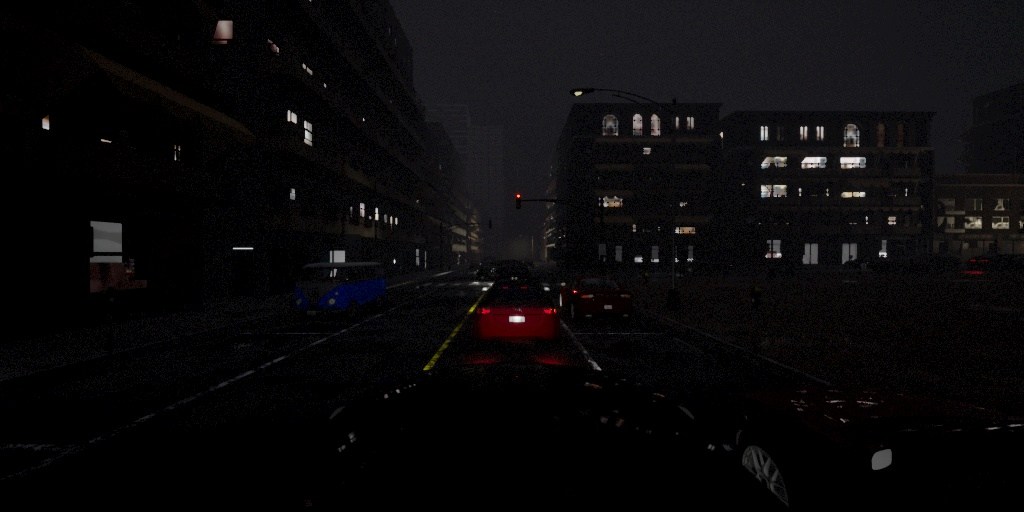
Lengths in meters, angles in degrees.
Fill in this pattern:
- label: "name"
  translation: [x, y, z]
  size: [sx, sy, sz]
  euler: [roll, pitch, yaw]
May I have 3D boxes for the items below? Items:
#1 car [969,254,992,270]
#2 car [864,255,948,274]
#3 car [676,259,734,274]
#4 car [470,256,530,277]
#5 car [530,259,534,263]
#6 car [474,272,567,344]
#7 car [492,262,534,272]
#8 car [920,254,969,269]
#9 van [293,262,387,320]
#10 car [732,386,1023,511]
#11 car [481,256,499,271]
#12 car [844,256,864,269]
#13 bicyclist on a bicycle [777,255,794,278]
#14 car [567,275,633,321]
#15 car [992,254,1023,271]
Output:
- label: "car"
  translation: [44.419, 0.550, 32.476]
  size: [4.892, 1.490, 1.837]
  euler: [-1, 0, 0]
- label: "car"
  translation: [32.499, 0.803, 29.679]
  size: [4.403, 1.370, 2.007]
  euler: [0, 0, -1]
- label: "car"
  translation: [18.718, 0.969, 35.283]
  size: [5.357, 1.411, 2.033]
  euler: [-1, 0, -1]
- label: "car"
  translation: [-0.888, 1.105, 29.543]
  size: [2.097, 1.767, 4.553]
  euler: [0, 0, 39]
- label: "car"
  translation: [2.737, 1.212, 61.253]
  size: [1.967, 1.591, 4.097]
  euler: [0, 0, 0]
- label: "car"
  translation: [0.107, 1.314, 9.645]
  size: [1.994, 1.385, 4.181]
  euler: [0, 0, 0]
- label: "car"
  translation: [0.113, 1.256, 18.517]
  size: [1.837, 1.490, 4.892]
  euler: [0, 0, 0]
- label: "car"
  translation: [41.290, 0.560, 35.547]
  size: [4.902, 1.511, 2.128]
  euler: [-1, 0, 0]
- label: "van"
  translation: [-5.684, 1.091, 12.262]
  size: [1.690, 1.789, 3.998]
  euler: [0, 0, 0]
- label: "car"
  translation: [2.688, 1.295, 1.203]
  size: [1.888, 1.381, 4.507]
  euler: [0, 0, 0]
- label: "car"
  translation: [-3.048, 0.984, 49.743]
  size: [2.150, 2.045, 5.566]
  euler: [0, 0, 0]
- label: "car"
  translation: [37.957, 0.664, 38.132]
  size: [4.313, 1.339, 1.948]
  euler: [0, 0, -1]
- label: "bicyclist on a bicycle"
  translation: [20.264, 0.770, 26.562]
  size: [0.582, 1.620, 1.656]
  euler: [-1, 0, -1]
- label: "car"
  translation: [2.697, 1.295, 12.255]
  size: [1.888, 1.381, 4.507]
  euler: [0, 0, 0]
- label: "car"
  translation: [43.637, 0.629, 29.826]
  size: [4.403, 1.370, 2.007]
  euler: [0, 0, -1]
